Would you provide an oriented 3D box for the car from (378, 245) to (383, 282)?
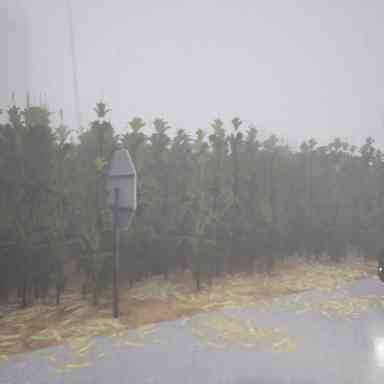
[{"bbox_3d":[6.515,1.169,7.291,5.566,2.045,2.150,0,1,-30],"label":"car"}]
